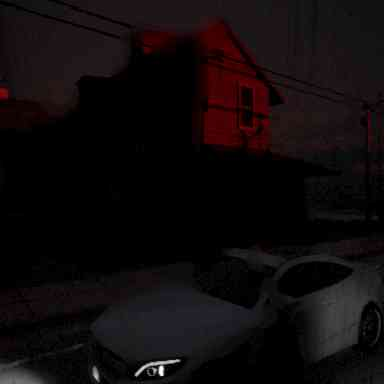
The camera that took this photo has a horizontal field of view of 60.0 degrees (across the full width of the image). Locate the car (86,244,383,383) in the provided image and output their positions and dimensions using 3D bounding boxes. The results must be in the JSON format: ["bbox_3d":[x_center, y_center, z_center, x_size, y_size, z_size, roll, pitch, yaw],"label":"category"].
[{"bbox_3d":[0.953,1.526,4.648,4.674,1.442,1.812,0,0,-35],"label":"car"}]
